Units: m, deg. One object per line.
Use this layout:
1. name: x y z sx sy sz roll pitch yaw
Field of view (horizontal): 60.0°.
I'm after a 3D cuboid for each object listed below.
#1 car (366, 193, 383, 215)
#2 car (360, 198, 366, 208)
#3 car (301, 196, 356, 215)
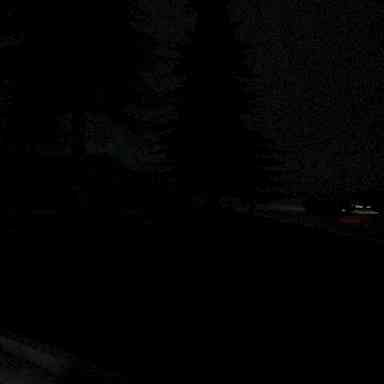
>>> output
1. car: 14.583 0.941 22.267 2.033 1.411 5.357 -1 1 -10
2. car: 16.895 0.793 29.500 1.994 1.385 4.181 -1 1 -10
3. car: 10.417 0.980 25.865 1.895 1.301 4.718 -1 1 -10
